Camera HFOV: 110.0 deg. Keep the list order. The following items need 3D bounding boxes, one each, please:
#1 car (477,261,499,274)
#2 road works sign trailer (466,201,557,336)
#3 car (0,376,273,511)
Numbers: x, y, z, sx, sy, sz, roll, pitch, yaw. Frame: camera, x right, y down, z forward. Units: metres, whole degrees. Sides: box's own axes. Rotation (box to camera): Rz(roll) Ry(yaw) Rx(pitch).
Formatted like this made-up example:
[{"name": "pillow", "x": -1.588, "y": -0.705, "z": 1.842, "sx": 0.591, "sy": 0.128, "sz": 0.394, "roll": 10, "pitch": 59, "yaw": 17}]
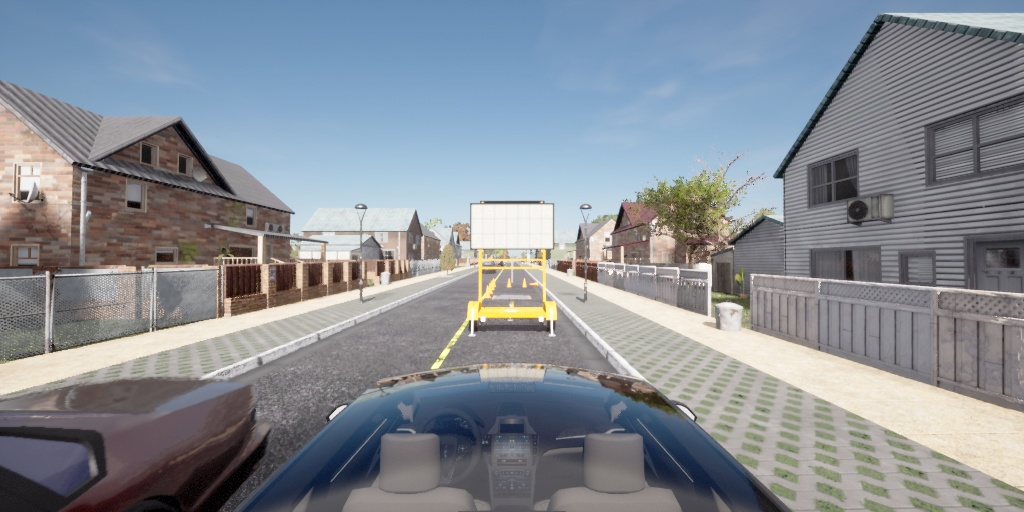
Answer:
[{"name": "car", "x": -2.880, "y": 1.388, "z": 41.638, "sx": 1.994, "sy": 1.385, "sz": 4.181, "roll": 0, "pitch": 0, "yaw": 0}, {"name": "road works sign trailer", "x": 0.007, "y": 0.220, "z": 10.362, "sx": 2.380, "sy": 3.560, "sz": 2.880, "roll": 0, "pitch": 0, "yaw": 0}, {"name": "car", "x": -2.845, "y": 1.296, "z": 0.485, "sx": 2.033, "sy": 1.411, "sz": 5.357, "roll": 0, "pitch": 0, "yaw": 0}]
